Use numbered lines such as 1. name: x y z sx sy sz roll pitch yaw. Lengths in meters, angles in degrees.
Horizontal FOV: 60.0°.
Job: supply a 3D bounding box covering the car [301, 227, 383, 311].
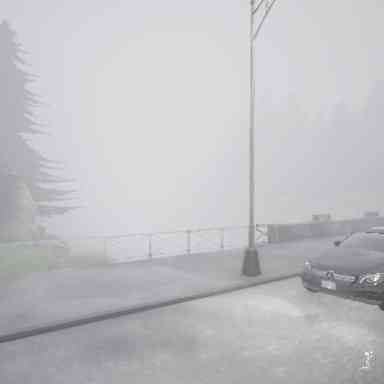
1. car: 4.582 1.586 7.873 4.674 1.442 1.812 1 0 -35
